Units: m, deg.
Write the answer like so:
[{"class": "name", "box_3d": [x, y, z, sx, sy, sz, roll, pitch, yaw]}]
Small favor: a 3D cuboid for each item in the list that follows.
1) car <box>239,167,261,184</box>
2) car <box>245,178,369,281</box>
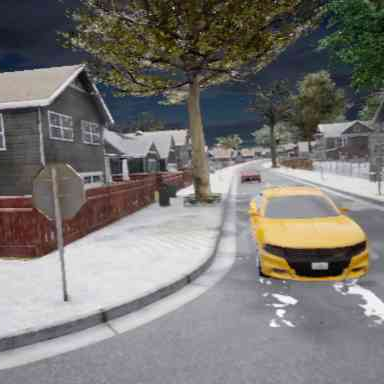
[{"class": "car", "box_3d": [5.731, -1.723, 33.022, 1.882, 1.535, 5.008, -3, 5, 8]}, {"class": "car", "box_3d": [2.331, 0.660, 7.690, 1.882, 1.535, 5.008, -3, 5, 8]}]
